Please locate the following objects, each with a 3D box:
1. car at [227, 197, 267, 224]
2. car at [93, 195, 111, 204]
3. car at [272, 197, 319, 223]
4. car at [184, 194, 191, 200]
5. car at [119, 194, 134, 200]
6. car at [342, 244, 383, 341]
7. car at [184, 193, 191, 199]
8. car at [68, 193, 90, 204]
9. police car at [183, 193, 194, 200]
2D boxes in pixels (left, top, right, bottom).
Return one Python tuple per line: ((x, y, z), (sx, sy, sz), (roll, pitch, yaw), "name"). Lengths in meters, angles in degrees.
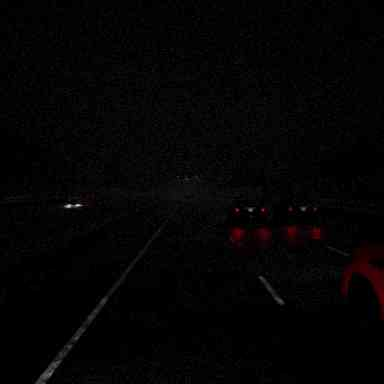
((3.589, 1.125, 22.485), (2.097, 1.767, 4.553), (0, 1, 0), "car")
((-14.089, 1.196, 52.421), (1.994, 1.385, 4.181), (0, 0, 0), "car")
((7.089, 1.118, 23.264), (2.097, 1.767, 4.553), (0, 1, 0), "car")
((-1.090, 1.143, 84.212), (1.812, 1.442, 4.674), (0, 0, 0), "car")
((-10.585, 1.120, 53.944), (2.128, 1.511, 4.902), (0, 0, 0), "car")
((3.598, 1.186, 3.233), (2.150, 2.045, 5.566), (0, 1, 0), "car")
((-1.093, 1.092, 90.406), (1.801, 1.575, 5.366), (0, 0, 0), "car")
((-17.588, 0.985, 51.866), (2.097, 1.767, 4.553), (0, 0, 0), "car")
((-1.086, 1.027, 74.313), (1.930, 1.638, 5.238), (0, 0, 0), "police car")
